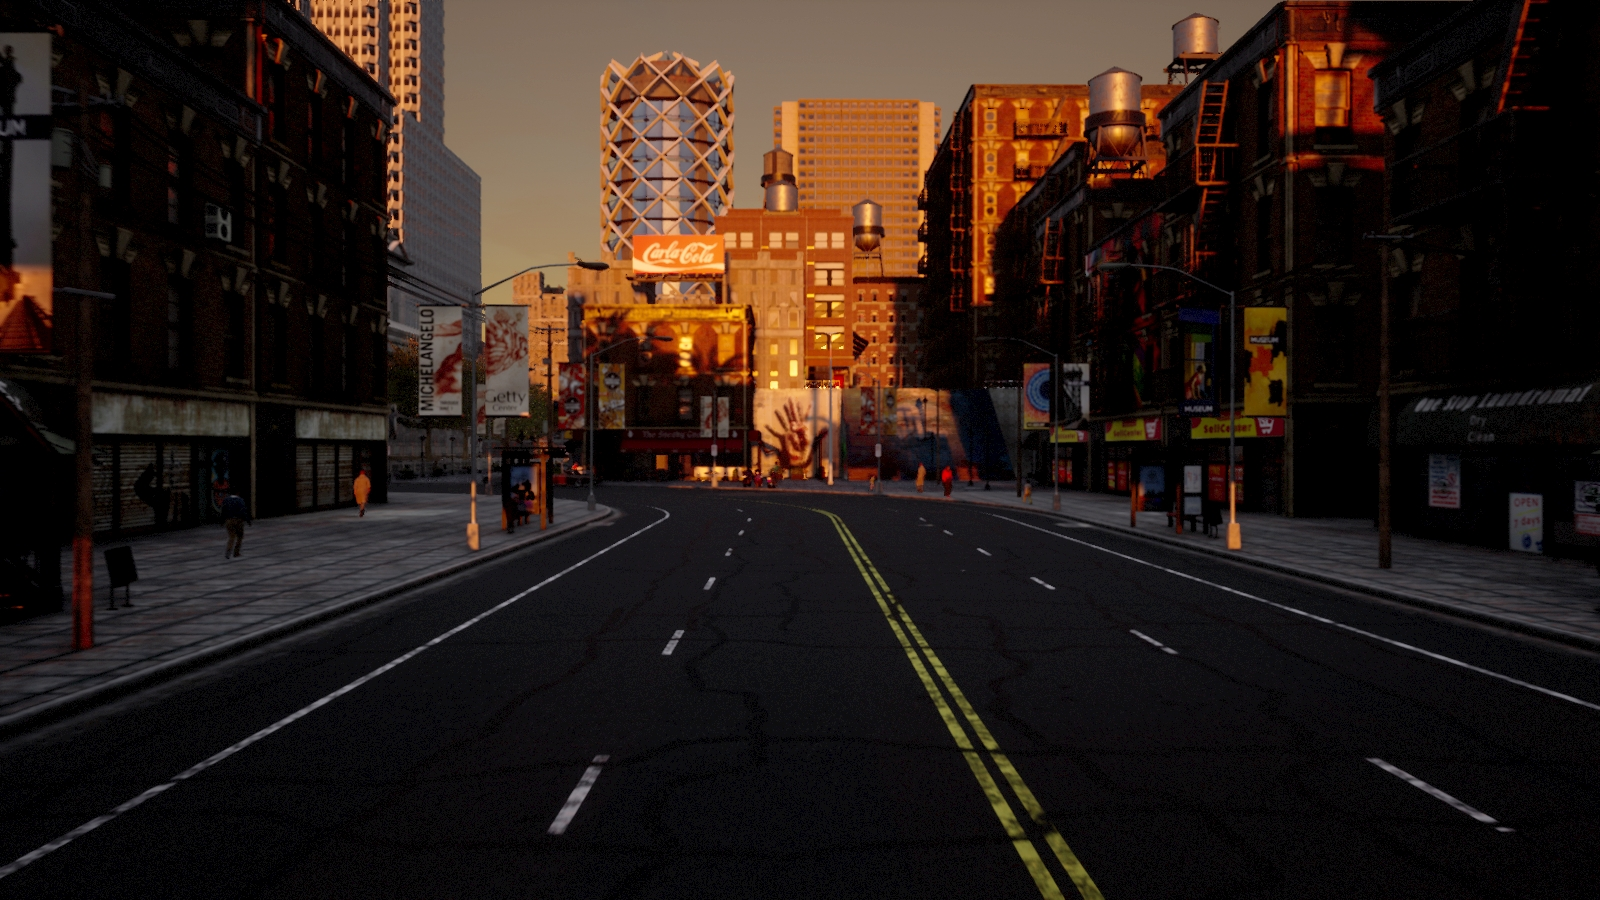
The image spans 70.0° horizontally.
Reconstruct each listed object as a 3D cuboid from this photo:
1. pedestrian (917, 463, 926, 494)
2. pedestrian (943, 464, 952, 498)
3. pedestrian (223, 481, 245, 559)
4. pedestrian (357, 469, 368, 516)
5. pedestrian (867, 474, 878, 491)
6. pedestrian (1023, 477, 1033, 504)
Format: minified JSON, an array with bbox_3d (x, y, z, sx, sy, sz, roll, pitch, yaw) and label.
[{"bbox_3d":[7.337,1.696,68.900,0.375,1.860,0.375,0,0,-27],"label":"pedestrian"},{"bbox_3d":[8.091,1.696,62.580,0.375,1.860,0.375,0,0,-22],"label":"pedestrian"},{"bbox_3d":[-13.706,1.696,27.669,0.375,1.860,0.375,0,0,-3],"label":"pedestrian"},{"bbox_3d":[-17.496,1.696,45.675,0.375,1.860,0.375,0,0,-13],"label":"pedestrian"},{"bbox_3d":[4.626,2.076,72.897,0.500,1.100,0.500,0,0,-29],"label":"pedestrian"},{"bbox_3d":[11.046,1.976,55.359,0.375,1.300,0.375,0,0,-18],"label":"pedestrian"}]
